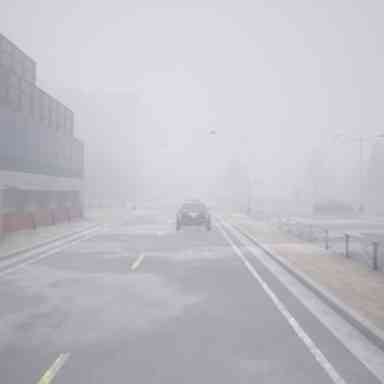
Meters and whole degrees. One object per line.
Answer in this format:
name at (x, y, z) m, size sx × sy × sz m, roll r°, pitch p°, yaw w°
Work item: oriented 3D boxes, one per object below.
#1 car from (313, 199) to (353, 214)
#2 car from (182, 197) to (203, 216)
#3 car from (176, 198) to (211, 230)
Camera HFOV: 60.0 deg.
car at (13.878, 1.425, 32.721) m, size 3.633 × 1.501 × 1.845 m, roll 0°, pitch 0°, yaw 0°
car at (0.067, 1.389, 34.257) m, size 2.097 × 1.767 × 4.553 m, roll 0°, pitch 0°, yaw 0°
car at (0.091, 1.375, 21.234) m, size 2.097 × 1.767 × 4.553 m, roll 0°, pitch 0°, yaw 0°
